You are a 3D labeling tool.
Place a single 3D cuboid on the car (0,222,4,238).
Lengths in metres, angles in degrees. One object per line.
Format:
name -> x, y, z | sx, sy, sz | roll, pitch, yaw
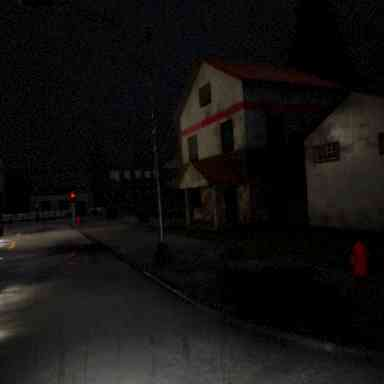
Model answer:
car -> -14.795, 2.638, 23.986 | 1.994, 1.385, 4.181 | -3, 0, -25
